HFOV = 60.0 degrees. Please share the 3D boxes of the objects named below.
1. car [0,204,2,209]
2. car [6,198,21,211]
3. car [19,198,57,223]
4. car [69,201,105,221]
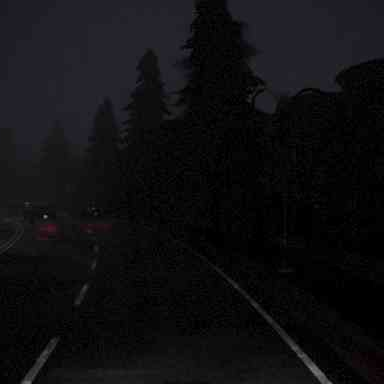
[{"bbox_3d":[-23.449,1.593,37.494,4.718,1.301,1.895,0,0,36],"label":"car"},{"bbox_3d":[-20.312,1.469,39.479,4.902,1.511,2.128,0,0,38],"label":"car"},{"bbox_3d":[-11.815,1.487,25.707,1.837,1.490,4.892,0,1,-34],"label":"car"},{"bbox_3d":[-8.694,1.459,27.339,2.128,1.511,4.902,0,0,-34],"label":"car"}]
